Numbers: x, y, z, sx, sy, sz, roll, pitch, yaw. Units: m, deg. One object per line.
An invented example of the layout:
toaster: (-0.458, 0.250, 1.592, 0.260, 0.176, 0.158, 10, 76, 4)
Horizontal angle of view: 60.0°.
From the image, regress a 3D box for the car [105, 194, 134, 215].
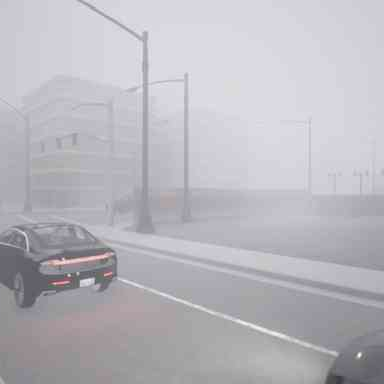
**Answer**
car: (-6.298, 1.219, 34.992, 5.566, 2.045, 2.150, 0, 0, -44)

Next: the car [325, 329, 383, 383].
car: (3.202, 1.505, 1.581, 4.892, 1.490, 1.837, 0, 0, 38)

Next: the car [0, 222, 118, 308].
car: (-3.644, 1.491, 8.035, 2.128, 1.511, 4.902, 0, 0, -43)
